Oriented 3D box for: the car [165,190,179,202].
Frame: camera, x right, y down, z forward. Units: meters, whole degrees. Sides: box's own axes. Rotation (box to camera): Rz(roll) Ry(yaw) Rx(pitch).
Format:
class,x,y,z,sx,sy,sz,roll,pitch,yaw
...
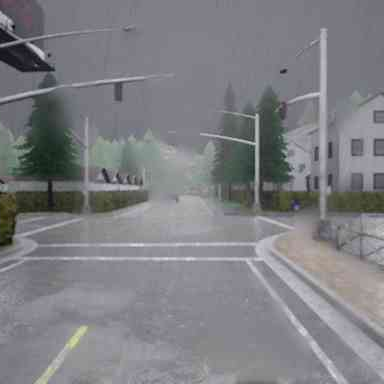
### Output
class,x,y,z,sx,sy,sz,roll,pitch,yaw
car,-3.517,0.732,58.963,2.150,2.045,5.566,0,0,0
